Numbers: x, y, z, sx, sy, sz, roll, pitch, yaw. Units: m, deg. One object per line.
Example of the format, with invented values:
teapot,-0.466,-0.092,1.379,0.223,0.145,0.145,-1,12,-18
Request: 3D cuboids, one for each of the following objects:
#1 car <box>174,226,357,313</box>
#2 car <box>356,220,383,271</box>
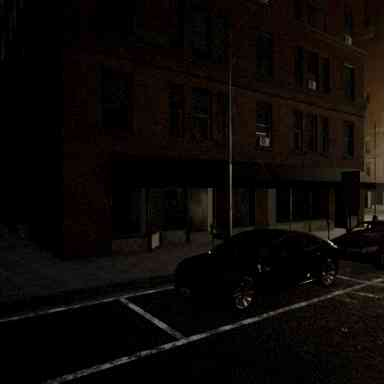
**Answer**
car,1.648,1.566,7.693,4.313,1.339,1.947,0,0,-35
car,6.135,1.582,10.876,4.206,1.307,1.802,0,0,-35
